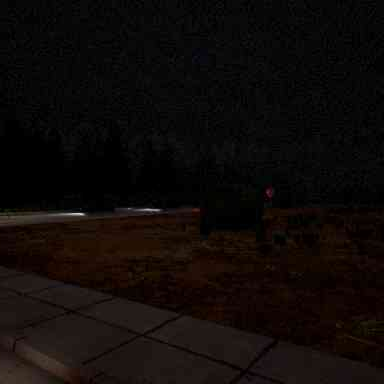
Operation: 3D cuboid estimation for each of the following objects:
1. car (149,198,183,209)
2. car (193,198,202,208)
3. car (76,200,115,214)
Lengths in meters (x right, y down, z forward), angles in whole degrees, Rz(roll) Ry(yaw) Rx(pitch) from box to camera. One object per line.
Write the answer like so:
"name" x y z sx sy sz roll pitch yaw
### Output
"car" -3.469 1.574 45.892 2.033 1.411 5.357 0 0 37
"car" 2.123 1.532 47.265 1.837 1.490 4.892 0 0 36
"car" -10.481 1.591 36.405 1.994 1.385 4.181 0 0 37
